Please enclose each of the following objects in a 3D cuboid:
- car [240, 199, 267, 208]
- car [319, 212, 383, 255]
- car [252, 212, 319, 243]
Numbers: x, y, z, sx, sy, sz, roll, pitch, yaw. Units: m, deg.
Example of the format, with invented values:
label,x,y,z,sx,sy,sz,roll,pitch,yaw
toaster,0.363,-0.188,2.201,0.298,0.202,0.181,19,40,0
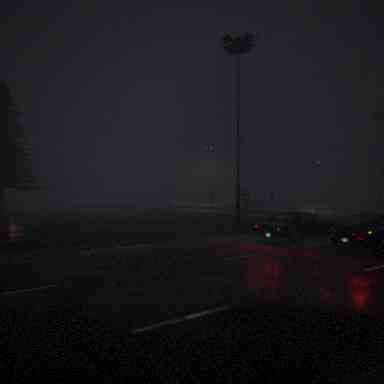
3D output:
label,x,y,z,sx,sy,sz,roll,pitch,yaw
car,8.727,1.647,48.556,1.895,1.301,4.718,0,0,-35
car,7.401,1.544,13.348,4.674,1.442,1.812,0,0,-35
car,5.202,1.619,16.078,4.718,1.301,1.895,0,0,-35
